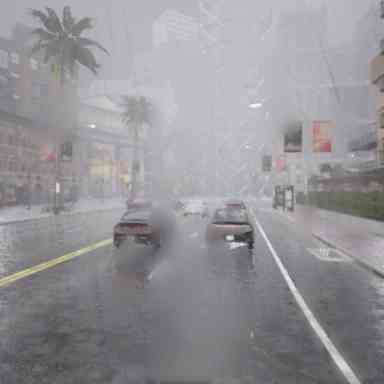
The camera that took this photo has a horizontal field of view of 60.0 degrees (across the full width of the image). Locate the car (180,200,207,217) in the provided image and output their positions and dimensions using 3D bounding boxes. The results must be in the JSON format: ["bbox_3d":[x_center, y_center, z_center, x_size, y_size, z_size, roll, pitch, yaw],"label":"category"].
[{"bbox_3d":[0.421,1.451,30.460,1.812,1.442,4.674,0,0,8],"label":"car"}]

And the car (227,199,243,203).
[{"bbox_3d":[4.029,1.442,30.965,1.837,1.490,4.892,0,0,8],"label":"car"}]

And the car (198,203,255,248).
[{"bbox_3d":[1.706,1.463,14.568,2.128,1.511,4.902,0,0,8],"label":"car"}]

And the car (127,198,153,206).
[{"bbox_3d":[-5.766,1.363,37.372,1.882,1.535,5.008,0,0,8],"label":"car"}]

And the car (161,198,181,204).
[{"bbox_3d":[-2.254,1.391,37.188,2.128,1.511,4.902,0,0,8],"label":"car"}]

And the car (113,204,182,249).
[{"bbox_3d":[-1.853,1.461,14.336,1.837,1.490,4.892,0,0,7],"label":"car"}]
